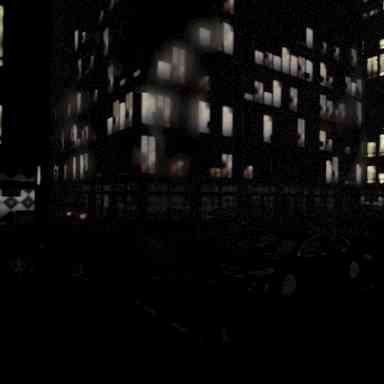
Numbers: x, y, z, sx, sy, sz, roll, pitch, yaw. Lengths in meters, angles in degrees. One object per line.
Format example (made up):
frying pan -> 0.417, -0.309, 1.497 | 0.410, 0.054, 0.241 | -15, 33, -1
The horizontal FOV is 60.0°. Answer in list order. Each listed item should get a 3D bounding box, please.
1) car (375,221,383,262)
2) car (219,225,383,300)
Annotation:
car -> 7.304, 1.698, 11.766 | 4.313, 1.339, 1.947 | 1, 0, -35
car -> 2.670, 1.624, 8.460 | 4.403, 1.369, 2.008 | 1, 0, -35
